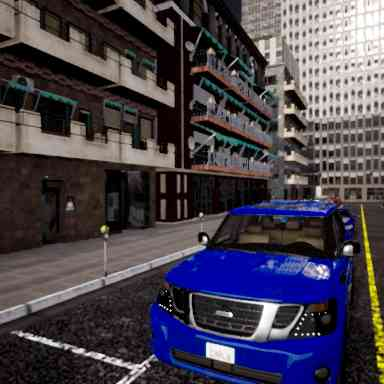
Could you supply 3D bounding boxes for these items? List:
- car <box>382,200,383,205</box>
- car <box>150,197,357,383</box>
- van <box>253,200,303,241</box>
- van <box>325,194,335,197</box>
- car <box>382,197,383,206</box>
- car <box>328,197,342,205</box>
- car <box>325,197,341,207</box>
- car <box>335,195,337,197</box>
[{"bbox_3d":[29.067,1.501,48.345,1.887,1.381,4.507,-1,0,27],"label":"car"},{"bbox_3d":[1.537,1.218,5.706,2.150,2.045,5.566,0,0,27],"label":"car"},{"bbox_3d":[4.541,1.329,17.185,1.690,1.788,3.998,-1,0,27],"label":"van"},{"bbox_3d":[14.528,1.312,37.007,1.690,1.788,3.998,-1,0,27],"label":"van"},{"bbox_3d":[31.640,1.477,53.452,1.752,1.417,4.829,-1,0,27],"label":"car"},{"bbox_3d":[24.518,1.496,56.829,1.887,1.381,4.507,-1,0,27],"label":"car"},{"bbox_3d":[22.021,1.522,51.874,1.947,1.339,4.313,-1,0,27],"label":"car"},{"bbox_3d":[19.522,1.276,46.919,2.192,1.841,5.009,-1,0,27],"label":"car"}]
